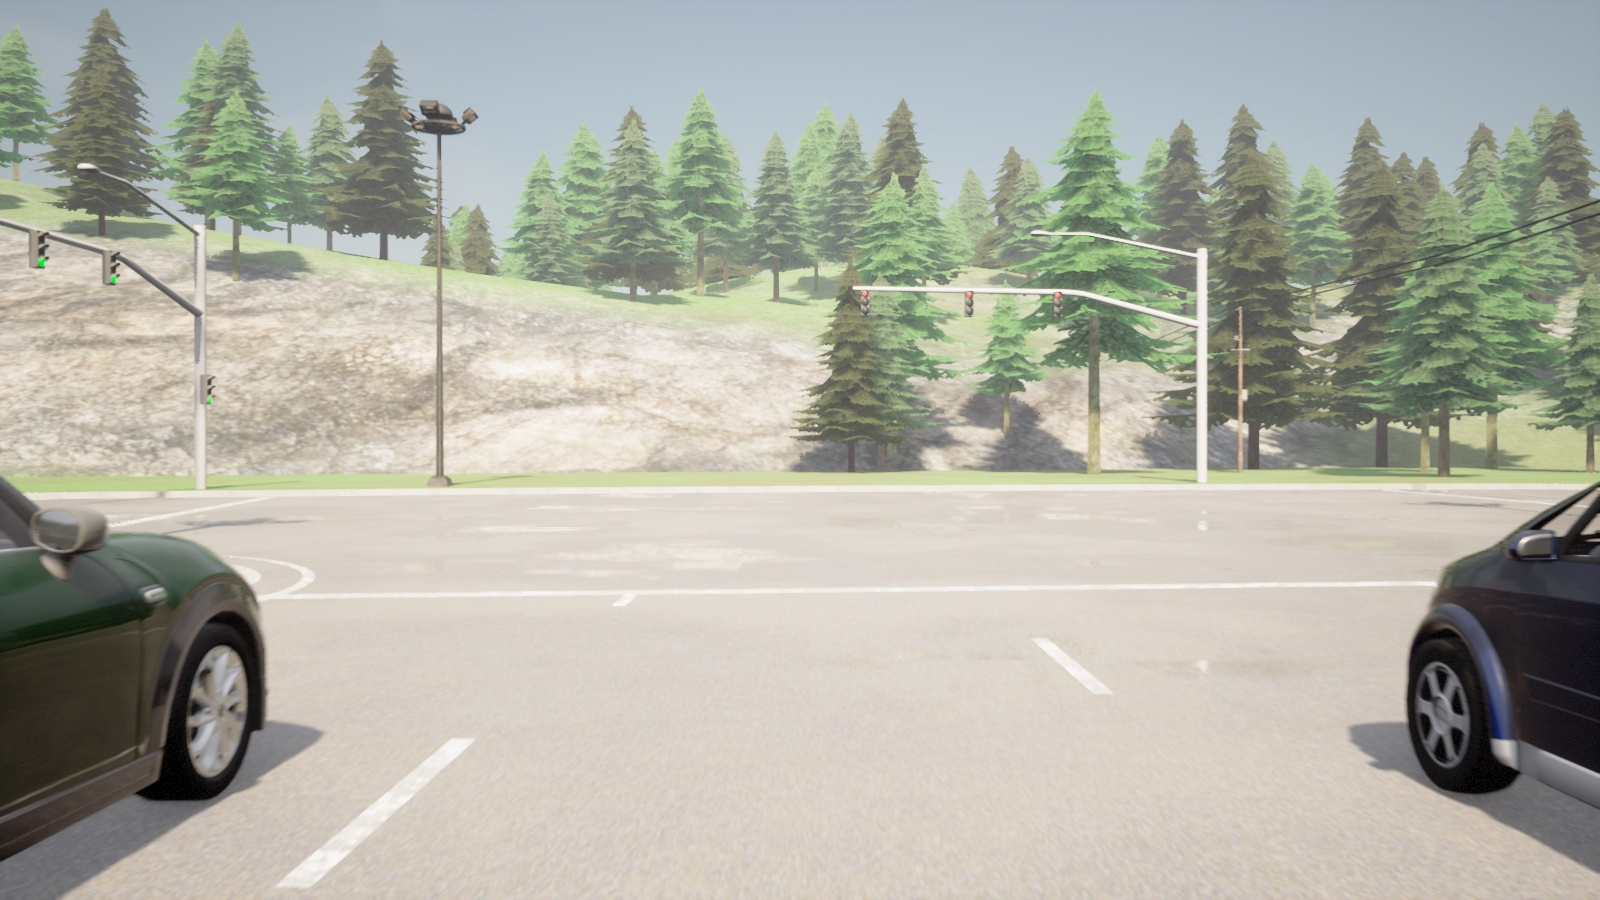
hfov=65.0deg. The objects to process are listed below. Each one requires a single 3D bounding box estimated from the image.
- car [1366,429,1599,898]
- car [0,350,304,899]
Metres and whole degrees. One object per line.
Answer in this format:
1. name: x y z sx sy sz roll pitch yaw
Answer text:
1. car: 3.537 0.707 4.030 1.789 1.549 3.705 0 0 0
2. car: -3.463 0.582 3.807 2.097 1.767 4.553 0 0 0
